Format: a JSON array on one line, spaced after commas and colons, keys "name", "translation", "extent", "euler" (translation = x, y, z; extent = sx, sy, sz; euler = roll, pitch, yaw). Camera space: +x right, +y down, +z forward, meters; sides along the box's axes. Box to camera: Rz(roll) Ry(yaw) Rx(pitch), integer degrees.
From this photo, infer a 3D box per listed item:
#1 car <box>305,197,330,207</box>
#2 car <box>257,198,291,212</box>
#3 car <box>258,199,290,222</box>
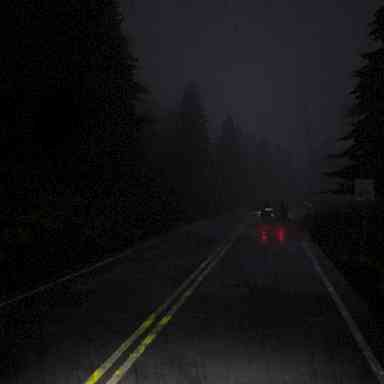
[{"name": "car", "translation": [15.521, 1.347, 40.942], "extent": [1.812, 1.442, 4.674], "euler": [-3, -1, 42]}, {"name": "car", "translation": [9.812, 1.528, 39.562], "extent": [2.033, 1.411, 5.357], "euler": [-2, -1, 37]}, {"name": "car", "translation": [6.442, 1.444, 25.737], "extent": [2.128, 1.511, 4.902], "euler": [0, 0, 18]}]
